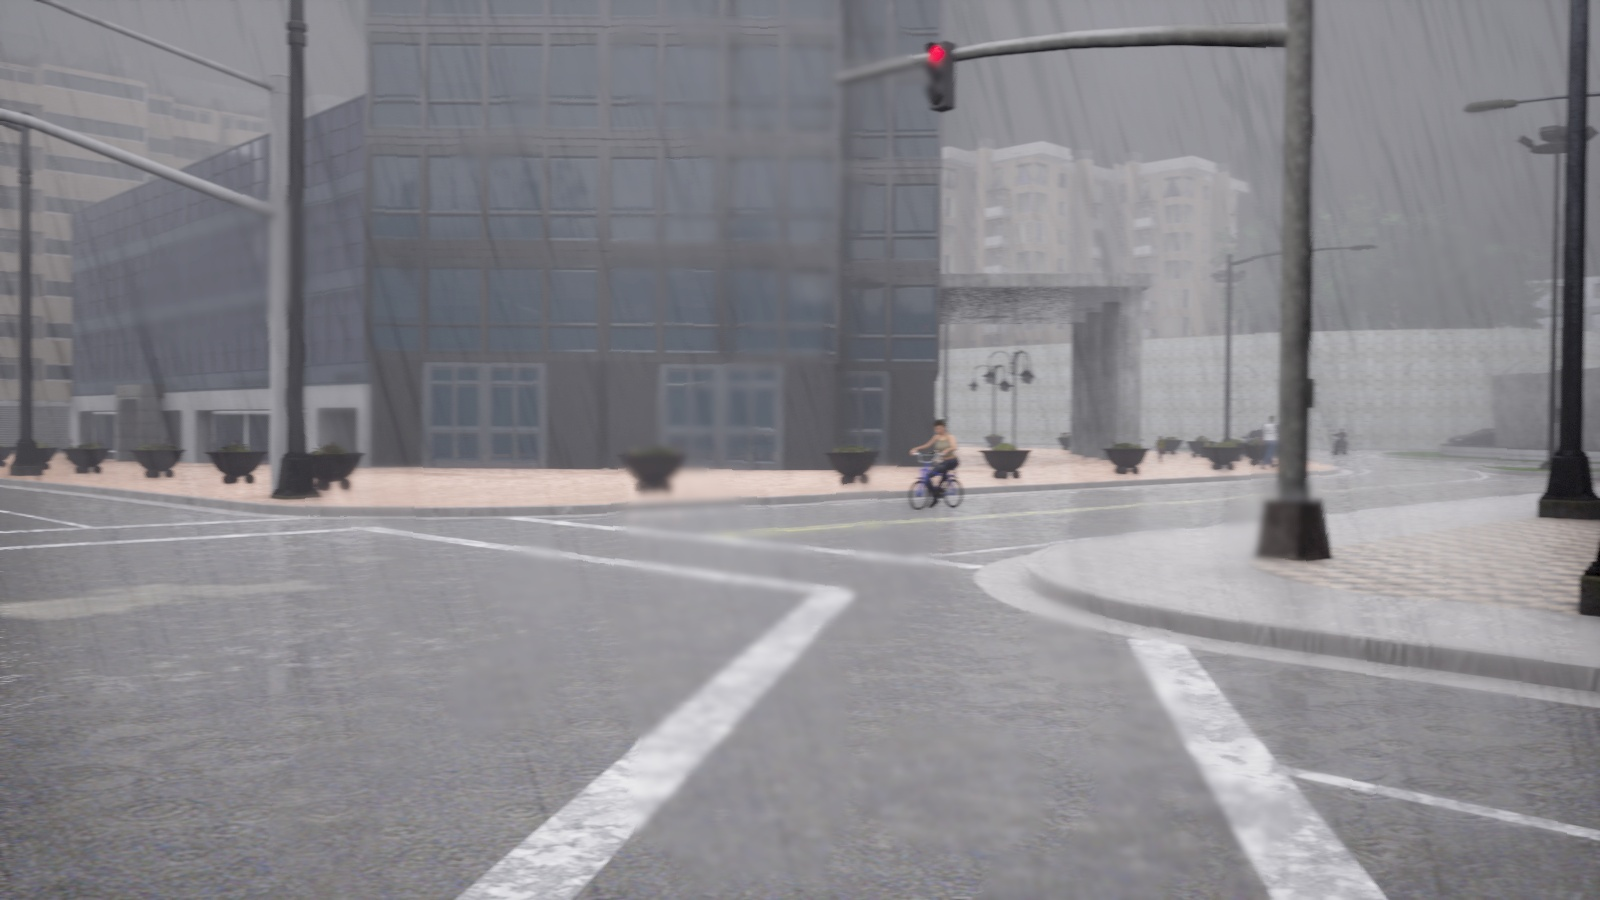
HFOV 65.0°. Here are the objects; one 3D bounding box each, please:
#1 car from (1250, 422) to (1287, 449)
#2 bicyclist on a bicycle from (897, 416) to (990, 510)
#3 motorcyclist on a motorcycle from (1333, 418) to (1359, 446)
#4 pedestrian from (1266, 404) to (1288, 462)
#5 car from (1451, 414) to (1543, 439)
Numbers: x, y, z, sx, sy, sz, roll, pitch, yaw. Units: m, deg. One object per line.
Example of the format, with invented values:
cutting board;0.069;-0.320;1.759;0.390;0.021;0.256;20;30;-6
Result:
car;25.599;-0.828;68.757;1.812;1.442;4.674;0;1;19
bicyclist on a bicycle;2.574;0.210;22.441;1.509;1.612;0.866;-2;2;-44
motorcyclist on a motorcycle;32.222;-1.073;74.083;0.766;1.649;2.350;1;2;40
pedestrian;15.340;-0.548;40.356;0.706;1.836;0.354;-2;1;-41
car;47.181;-1.608;85.079;5.027;1.651;2.152;0;1;5
